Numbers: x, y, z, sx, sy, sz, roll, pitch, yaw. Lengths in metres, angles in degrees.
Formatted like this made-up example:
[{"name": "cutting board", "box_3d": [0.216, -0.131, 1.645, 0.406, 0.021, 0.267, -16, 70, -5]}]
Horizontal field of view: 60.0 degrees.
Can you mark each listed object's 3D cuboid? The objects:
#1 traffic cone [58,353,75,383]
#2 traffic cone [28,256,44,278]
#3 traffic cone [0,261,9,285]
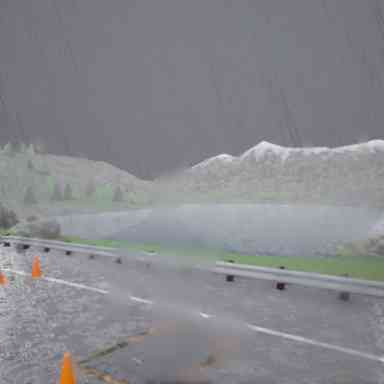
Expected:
[{"name": "traffic cone", "box_3d": [-1.340, 2.022, 3.551, 0.340, 0.580, 0.340, -1, -1, 36]}, {"name": "traffic cone", "box_3d": [-4.444, 2.123, 9.497, 0.340, 0.580, 0.340, -1, -1, 36]}, {"name": "traffic cone", "box_3d": [-5.030, 2.108, 8.686, 0.340, 0.580, 0.340, -1, -1, 36]}]
